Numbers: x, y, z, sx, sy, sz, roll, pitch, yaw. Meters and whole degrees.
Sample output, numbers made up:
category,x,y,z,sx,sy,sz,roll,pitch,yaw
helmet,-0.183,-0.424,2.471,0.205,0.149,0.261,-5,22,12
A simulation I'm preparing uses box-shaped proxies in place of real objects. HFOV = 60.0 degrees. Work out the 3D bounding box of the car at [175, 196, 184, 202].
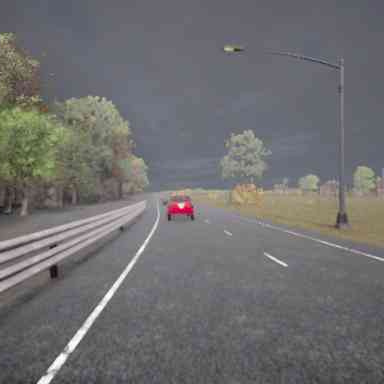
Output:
category,x,y,z,sx,sy,sz,roll,pitch,yaw
car,-2.960,1.540,78.325,1.895,1.301,4.718,0,0,-6

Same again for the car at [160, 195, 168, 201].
category,x,y,z,sx,sy,sz,roll,pitch,yaw
car,-7.406,1.546,86.627,1.895,1.301,4.718,0,0,-6

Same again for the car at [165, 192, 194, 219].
category,x,y,z,sx,sy,sz,roll,pitch,yaw
car,-1.055,1.220,28.781,2.150,2.045,5.566,0,0,-5

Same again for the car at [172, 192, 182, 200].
category,x,y,z,sx,sy,sz,roll,pitch,yaw
car,-4.069,0.999,88.270,2.150,2.045,5.566,0,0,-6

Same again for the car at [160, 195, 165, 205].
category,x,y,z,sx,sy,sz,roll,pitch,yaw
car,-4.140,1.544,58.192,1.994,1.385,4.181,0,0,-6
